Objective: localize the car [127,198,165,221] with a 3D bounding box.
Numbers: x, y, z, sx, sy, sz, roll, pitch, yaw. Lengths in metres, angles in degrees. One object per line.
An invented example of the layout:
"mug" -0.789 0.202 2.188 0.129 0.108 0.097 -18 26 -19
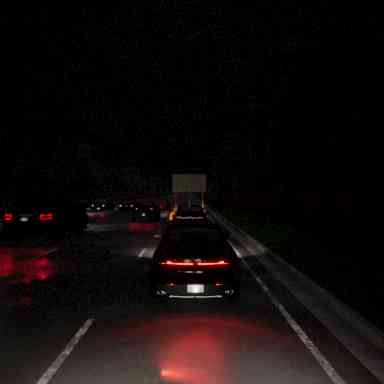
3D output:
"car" -3.602 1.488 26.949 2.128 1.511 4.902 0 0 -1

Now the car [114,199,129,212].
"car" -7.213 1.547 38.791 2.033 1.411 5.357 0 0 -1

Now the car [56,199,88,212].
"car" -14.218 1.547 39.780 2.033 1.411 5.357 0 0 -1

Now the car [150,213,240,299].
"car" 0.047 1.505 8.453 1.837 1.490 4.892 0 0 0

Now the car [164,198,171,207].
"car" -3.733 1.526 42.115 1.812 1.442 4.674 0 0 1

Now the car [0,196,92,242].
"car" -7.016 1.222 16.596 2.150 2.045 5.566 0 0 -1

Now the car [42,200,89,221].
"car" -10.622 1.489 28.368 2.128 1.511 4.902 0 0 0

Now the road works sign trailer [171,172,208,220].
"road works sign trailer" -0.186 0.464 22.712 2.380 3.560 2.880 0 0 -3

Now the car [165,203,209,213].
"car" -0.066 1.488 18.842 2.128 1.511 4.902 0 0 1

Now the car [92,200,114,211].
"car" -10.727 1.601 40.284 1.895 1.301 4.718 0 0 0
